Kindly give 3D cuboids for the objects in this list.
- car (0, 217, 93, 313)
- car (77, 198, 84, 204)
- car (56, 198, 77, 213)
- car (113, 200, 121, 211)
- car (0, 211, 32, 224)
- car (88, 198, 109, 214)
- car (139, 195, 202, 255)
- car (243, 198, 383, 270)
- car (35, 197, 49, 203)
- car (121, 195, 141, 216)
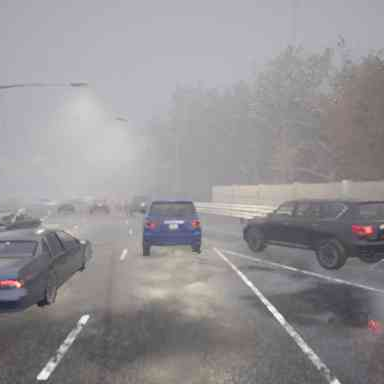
[{"bbox_3d":[-3.824,1.585,7.960,2.033,1.411,5.357,-1,0,-5],"label":"car"},{"bbox_3d":[-24.123,1.870,69.250,1.994,1.385,4.181,0,0,-39],"label":"car"},{"bbox_3d":[-15.342,1.717,40.451,1.812,1.442,4.674,0,0,-22],"label":"car"},{"bbox_3d":[-8.964,1.737,43.248,1.994,1.385,4.181,0,0,-23],"label":"car"},{"bbox_3d":[-8.203,1.572,14.894,2.128,1.511,4.902,0,0,-8],"label":"car"},{"bbox_3d":[-10.962,1.520,38.872,2.097,1.767,4.553,0,0,-20],"label":"car"},{"bbox_3d":[-0.972,1.270,13.879,2.150,2.045,5.566,0,0,-8],"label":"car"},{"bbox_3d":[4.094,1.237,11.497,2.150,2.045,5.566,0,-1,-29],"label":"car"},{"bbox_3d":[-37.729,1.973,83.855,4.181,1.385,1.994,0,0,40],"label":"car"},{"bbox_3d":[-5.586,1.353,34.311,2.150,2.045,5.566,0,0,-19],"label":"car"}]
